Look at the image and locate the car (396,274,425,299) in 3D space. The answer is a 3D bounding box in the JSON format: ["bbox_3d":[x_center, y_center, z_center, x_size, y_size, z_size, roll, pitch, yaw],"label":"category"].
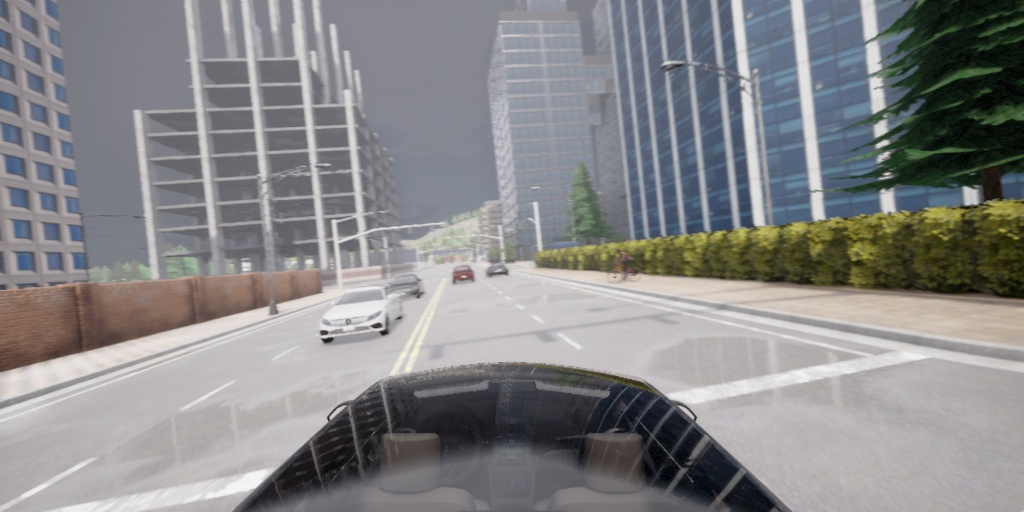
[{"bbox_3d":[-6.513,1.884,22.266,1.812,1.442,4.674,-6,0,-9],"label":"car"}]

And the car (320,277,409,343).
[{"bbox_3d":[-4.876,1.752,12.128,1.812,1.442,4.674,-6,0,-9],"label":"car"}]

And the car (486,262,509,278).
[{"bbox_3d":[-1.531,1.344,36.327,1.994,1.385,4.181,-6,0,-9],"label":"car"}]

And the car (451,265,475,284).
[{"bbox_3d":[-4.377,1.573,32.029,1.882,1.535,5.008,-6,0,-9],"label":"car"}]

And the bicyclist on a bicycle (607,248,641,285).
[{"bbox_3d":[5.095,0.462,16.422,1.656,1.620,0.582,-6,0,-9],"label":"bicyclist on a bicycle"}]
